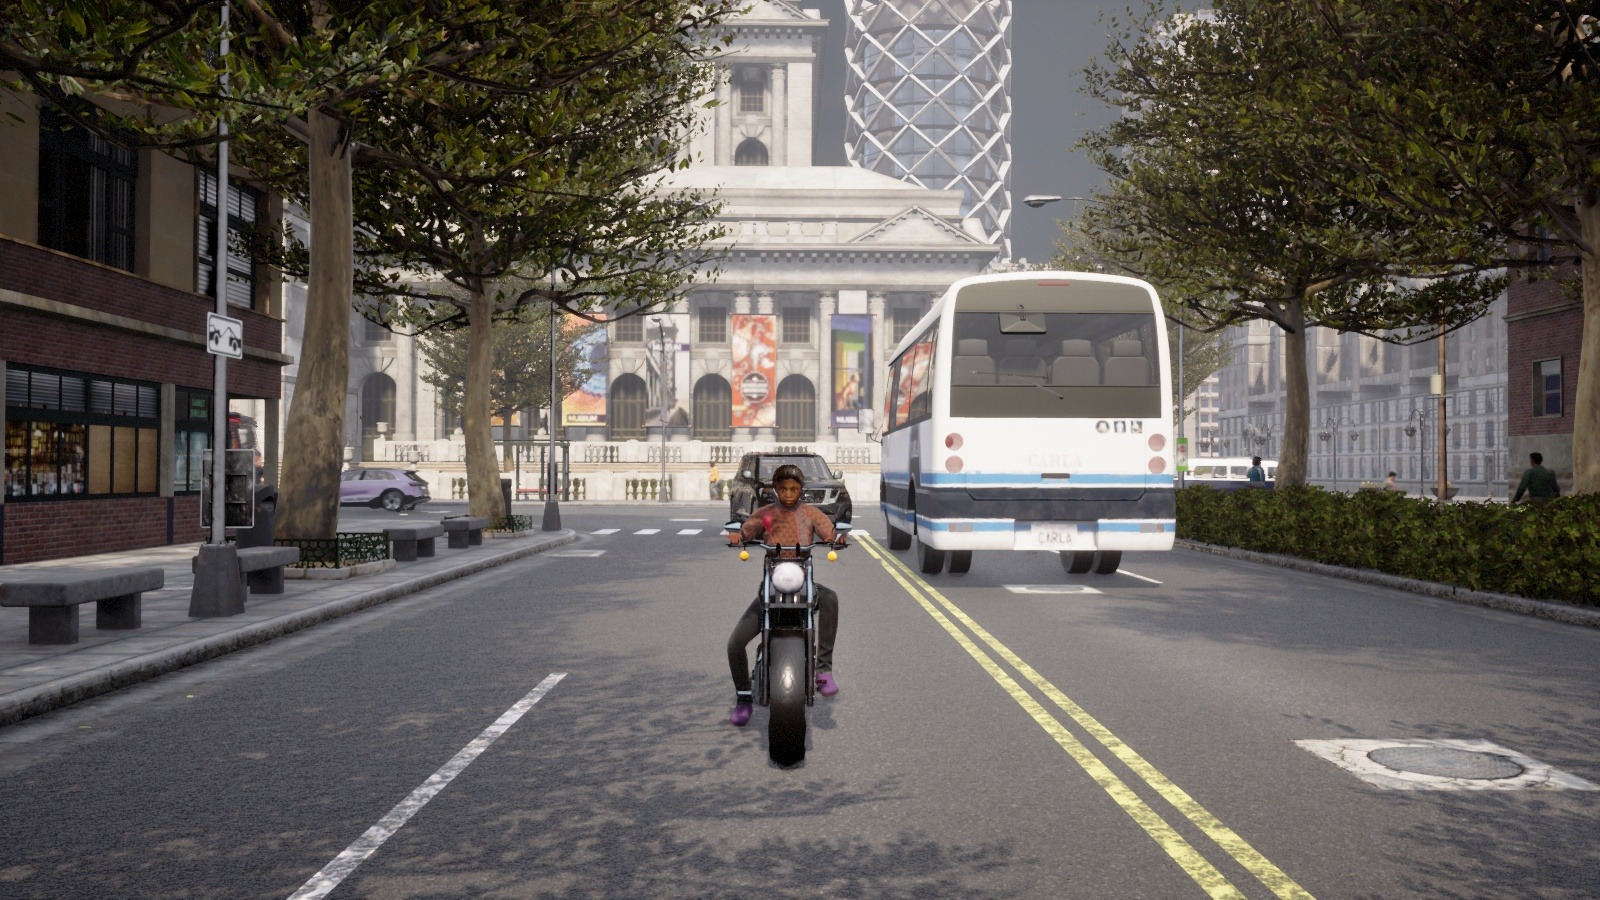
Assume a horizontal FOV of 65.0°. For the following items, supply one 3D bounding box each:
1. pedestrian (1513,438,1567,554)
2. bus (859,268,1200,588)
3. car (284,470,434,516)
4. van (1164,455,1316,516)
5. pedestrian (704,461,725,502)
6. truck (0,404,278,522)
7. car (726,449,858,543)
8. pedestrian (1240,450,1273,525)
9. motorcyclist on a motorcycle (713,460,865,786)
[{"bbox_3d":[12.627,0.780,21.436,0.423,1.949,0.788,0,-1,-1],"label":"pedestrian"},{"bbox_3d":[3.303,-0.209,21.872,3.944,4.253,10.273,0,-1,0],"label":"bus"},{"bbox_3d":[-16.297,1.591,46.635,4.856,1.649,2.033,0,-1,0],"label":"car"},{"bbox_3d":[15.081,1.202,43.245,4.480,2.038,2.069,0,-1,0],"label":"van"},{"bbox_3d":[-3.997,1.469,58.611,0.900,1.855,0.874,0,-1,-7],"label":"pedestrian"},{"bbox_3d":[-22.680,0.461,42.990,8.468,3.827,2.891,0,-1,-12],"label":"truck"},{"bbox_3d":[-0.332,1.043,30.316,2.150,2.045,5.566,0,-1,-12],"label":"car"},{"bbox_3d":[11.855,0.971,32.639,0.692,1.930,0.396,0,-1,-7],"label":"pedestrian"},{"bbox_3d":[-0.065,0.892,7.543,0.766,1.649,2.350,0,-1,-1],"label":"motorcyclist on a motorcycle"}]
